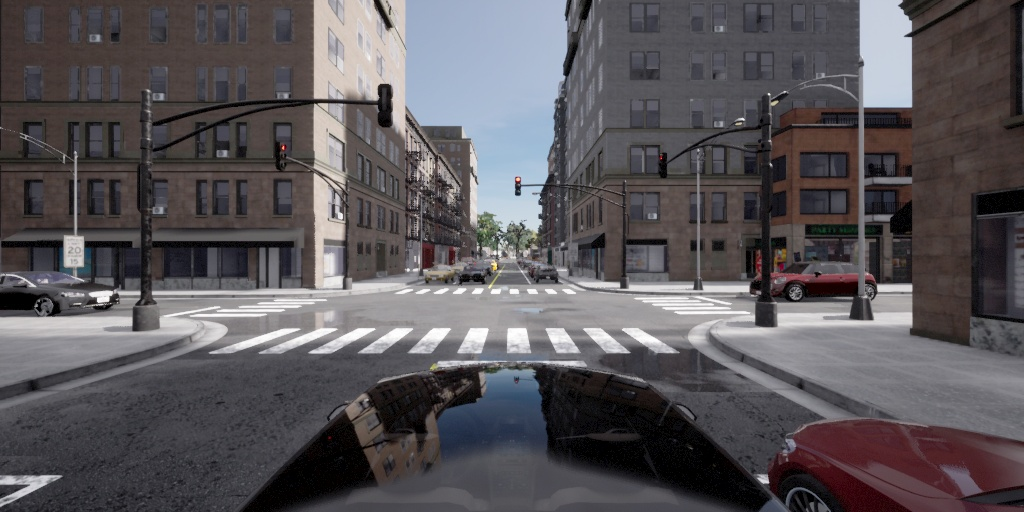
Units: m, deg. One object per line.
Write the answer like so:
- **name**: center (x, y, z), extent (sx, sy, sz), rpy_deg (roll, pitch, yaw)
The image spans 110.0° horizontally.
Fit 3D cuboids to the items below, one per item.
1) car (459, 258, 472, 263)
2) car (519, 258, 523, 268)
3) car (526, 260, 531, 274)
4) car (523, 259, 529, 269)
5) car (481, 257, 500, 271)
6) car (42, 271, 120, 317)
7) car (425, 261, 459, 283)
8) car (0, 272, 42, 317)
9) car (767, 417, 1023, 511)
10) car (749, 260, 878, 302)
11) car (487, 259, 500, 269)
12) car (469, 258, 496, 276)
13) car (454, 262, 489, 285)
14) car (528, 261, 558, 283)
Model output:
- **car**: center (-5.504, 1.278, 38.559), extent (1.751, 1.417, 4.829), rpy_deg (0, 0, 0)
- **car**: center (2.504, 1.306, 55.195), extent (2.007, 1.370, 4.403), rpy_deg (0, 0, 0)
- **car**: center (2.559, 1.297, 33.267), extent (1.888, 1.381, 4.507), rpy_deg (0, 0, 0)
- **car**: center (2.545, 1.303, 38.749), extent (2.007, 1.370, 4.403), rpy_deg (0, 0, 0)
- **car**: center (-2.950, 1.232, 46.352), extent (1.882, 1.535, 5.008), rpy_deg (0, 0, 0)
- **car**: center (-17.098, 1.310, 12.900), extent (4.902, 1.511, 2.128), rpy_deg (0, 0, 1)
- **car**: center (-5.480, 1.276, 27.596), extent (1.751, 1.417, 4.829), rpy_deg (0, 0, 0)
- **car**: center (-5.398, 1.065, 0.758), extent (2.192, 1.841, 5.009), rpy_deg (0, 0, 0)
- **car**: center (2.640, 1.332, 0.778), extent (1.802, 1.307, 4.207), rpy_deg (0, 0, 0)
- **car**: center (13.223, 1.036, 15.965), extent (4.553, 1.767, 2.097), rpy_deg (0, 0, 0)
- **car**: center (-2.939, 1.261, 57.257), extent (1.837, 1.490, 4.892), rpy_deg (0, 0, 0)
- **car**: center (-2.938, 1.258, 36.745), extent (1.837, 1.490, 4.892), rpy_deg (0, 0, 0)
- **car**: center (-2.825, 1.352, 26.100), extent (1.895, 1.301, 4.718), rpy_deg (0, 0, -3)
- **car**: center (2.572, 1.302, 27.786), extent (2.007, 1.370, 4.403), rpy_deg (0, 0, 0)
